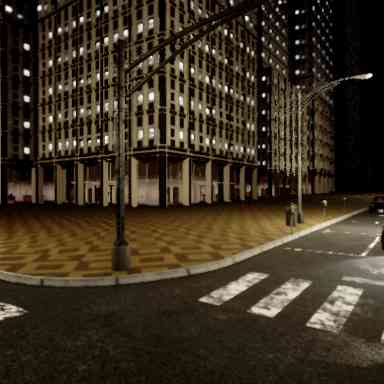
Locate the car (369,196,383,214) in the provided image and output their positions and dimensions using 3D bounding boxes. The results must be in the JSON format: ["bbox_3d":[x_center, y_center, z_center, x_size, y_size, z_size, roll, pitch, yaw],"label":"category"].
[{"bbox_3d":[15.637,1.018,27.120,1.947,1.339,4.313,1,2,35],"label":"car"}]

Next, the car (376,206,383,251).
[{"bbox_3d":[8.031,1.294,11.861,1.994,1.385,4.181,0,1,35],"label":"car"}]
